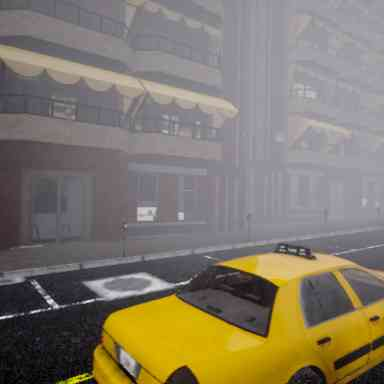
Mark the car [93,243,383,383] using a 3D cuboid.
[{"bbox_3d":[1.528,1.457,4.369,5.366,1.575,1.801,0,0,-35],"label":"car"}]
